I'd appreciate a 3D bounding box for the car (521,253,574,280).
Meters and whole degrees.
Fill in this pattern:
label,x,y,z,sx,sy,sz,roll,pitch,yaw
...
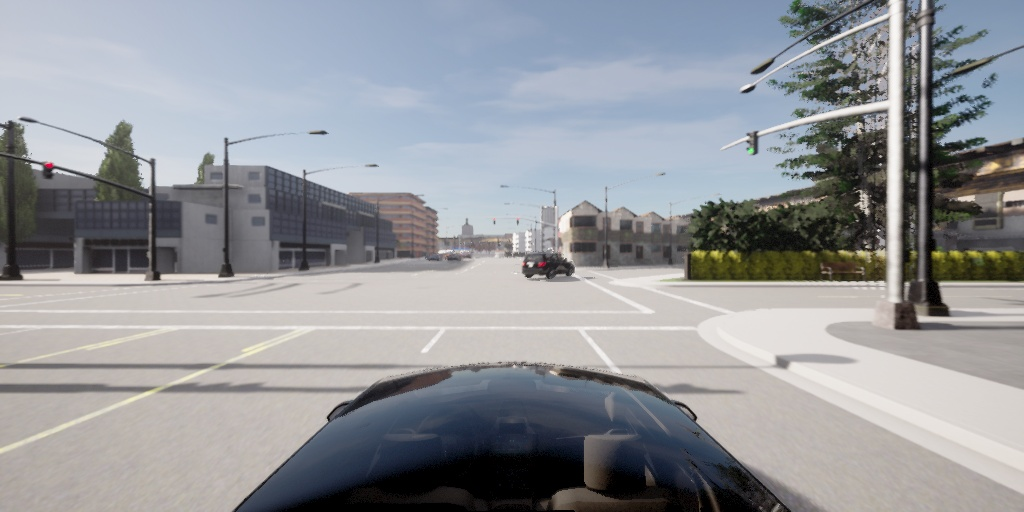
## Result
label,x,y,z,sx,sy,sz,roll,pitch,yaw
car,2.907,0.789,28.455,2.150,2.045,5.566,0,0,35
